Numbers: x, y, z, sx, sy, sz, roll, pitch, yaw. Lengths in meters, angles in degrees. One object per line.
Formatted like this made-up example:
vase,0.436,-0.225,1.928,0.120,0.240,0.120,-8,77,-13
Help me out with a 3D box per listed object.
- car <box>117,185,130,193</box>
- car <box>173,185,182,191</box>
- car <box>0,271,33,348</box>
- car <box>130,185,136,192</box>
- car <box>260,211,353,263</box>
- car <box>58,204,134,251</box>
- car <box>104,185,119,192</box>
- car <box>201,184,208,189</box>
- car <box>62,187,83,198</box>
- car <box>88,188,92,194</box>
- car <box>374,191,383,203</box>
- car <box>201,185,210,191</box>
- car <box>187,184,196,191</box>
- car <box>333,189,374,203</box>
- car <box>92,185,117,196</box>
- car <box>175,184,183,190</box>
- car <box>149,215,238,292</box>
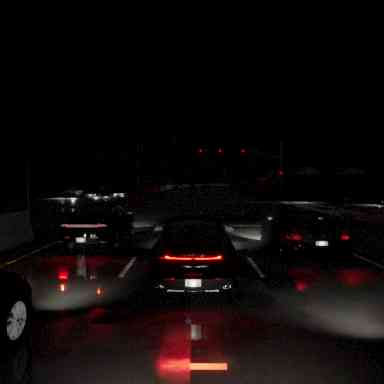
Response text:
car,-14.086,-0.428,65.244,1.895,1.301,4.718,0,2,0
car,-3.570,-0.964,81.330,1.895,1.301,4.718,0,2,0
car,-3.408,1.477,3.298,1.837,1.490,4.892,0,1,0
car,-14.065,-0.840,75.857,2.033,1.411,5.357,0,2,0
car,3.563,1.318,11.087,1.994,1.385,4.181,0,2,0
car,-3.428,1.191,12.686,2.128,1.511,4.902,0,2,0
car,-17.563,-0.747,73.060,2.033,1.411,5.357,0,2,0
car,3.421,-1.410,91.489,1.895,1.301,4.718,0,2,0
car,-17.636,0.024,49.256,1.812,1.442,4.674,0,2,0
car,-17.610,-0.329,61.102,1.994,1.385,4.181,0,2,0
car,21.345,0.597,32.554,5.357,1.411,2.033,0,2,2
car,3.430,-1.087,81.044,1.882,1.535,5.008,0,2,0
car,-0.070,-1.071,81.679,1.837,1.490,4.892,0,2,0
car,17.941,0.422,36.184,4.902,1.511,2.128,0,2,2
car,-14.134,-0.185,54.144,1.882,1.535,5.008,0,2,0
car,-3.579,-1.353,91.451,2.033,1.411,5.357,0,2,0
car,0.050,1.339,8.487,1.837,1.490,4.892,0,2,1
